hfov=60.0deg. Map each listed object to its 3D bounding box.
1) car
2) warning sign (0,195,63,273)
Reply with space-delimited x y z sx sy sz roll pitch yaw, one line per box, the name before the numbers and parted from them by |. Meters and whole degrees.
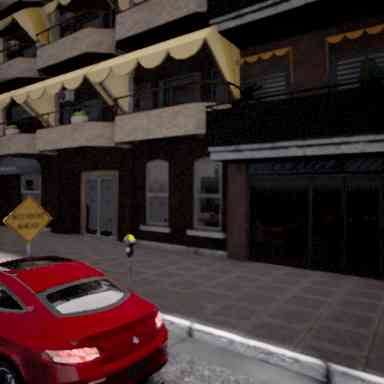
car | -2.214 1.533 4.442 4.206 1.307 1.802 1 1 35
warning sign | -4.360 1.018 8.880 1.060 1.860 1.300 1 0 35
